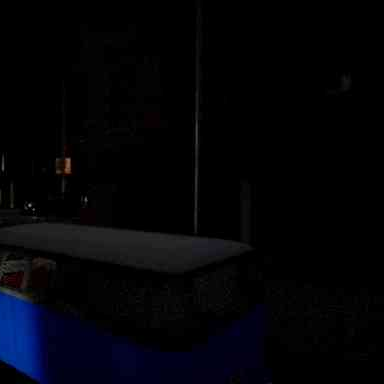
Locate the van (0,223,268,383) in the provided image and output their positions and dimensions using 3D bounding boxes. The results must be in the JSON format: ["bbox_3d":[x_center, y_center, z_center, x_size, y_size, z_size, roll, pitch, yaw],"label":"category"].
[{"bbox_3d":[-1.136,1.332,3.885,3.998,1.788,1.690,0,0,35],"label":"van"}]

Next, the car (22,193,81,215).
[{"bbox_3d":[-13.520,1.112,32.489,2.150,2.045,5.566,0,0,35],"label":"car"}]
